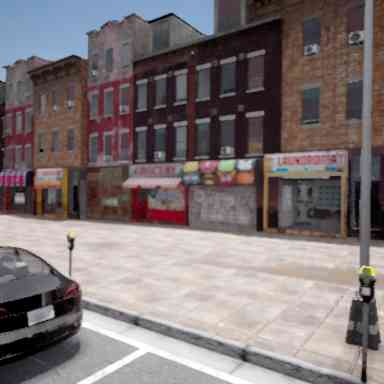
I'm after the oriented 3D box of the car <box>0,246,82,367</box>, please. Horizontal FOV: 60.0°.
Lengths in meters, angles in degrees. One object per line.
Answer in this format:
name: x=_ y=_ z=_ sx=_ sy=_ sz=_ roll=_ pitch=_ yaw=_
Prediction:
car: x=-3.561 y=1.561 z=5.342 sx=4.313 sy=1.339 sz=1.947 roll=0 pitch=1 yaw=36
